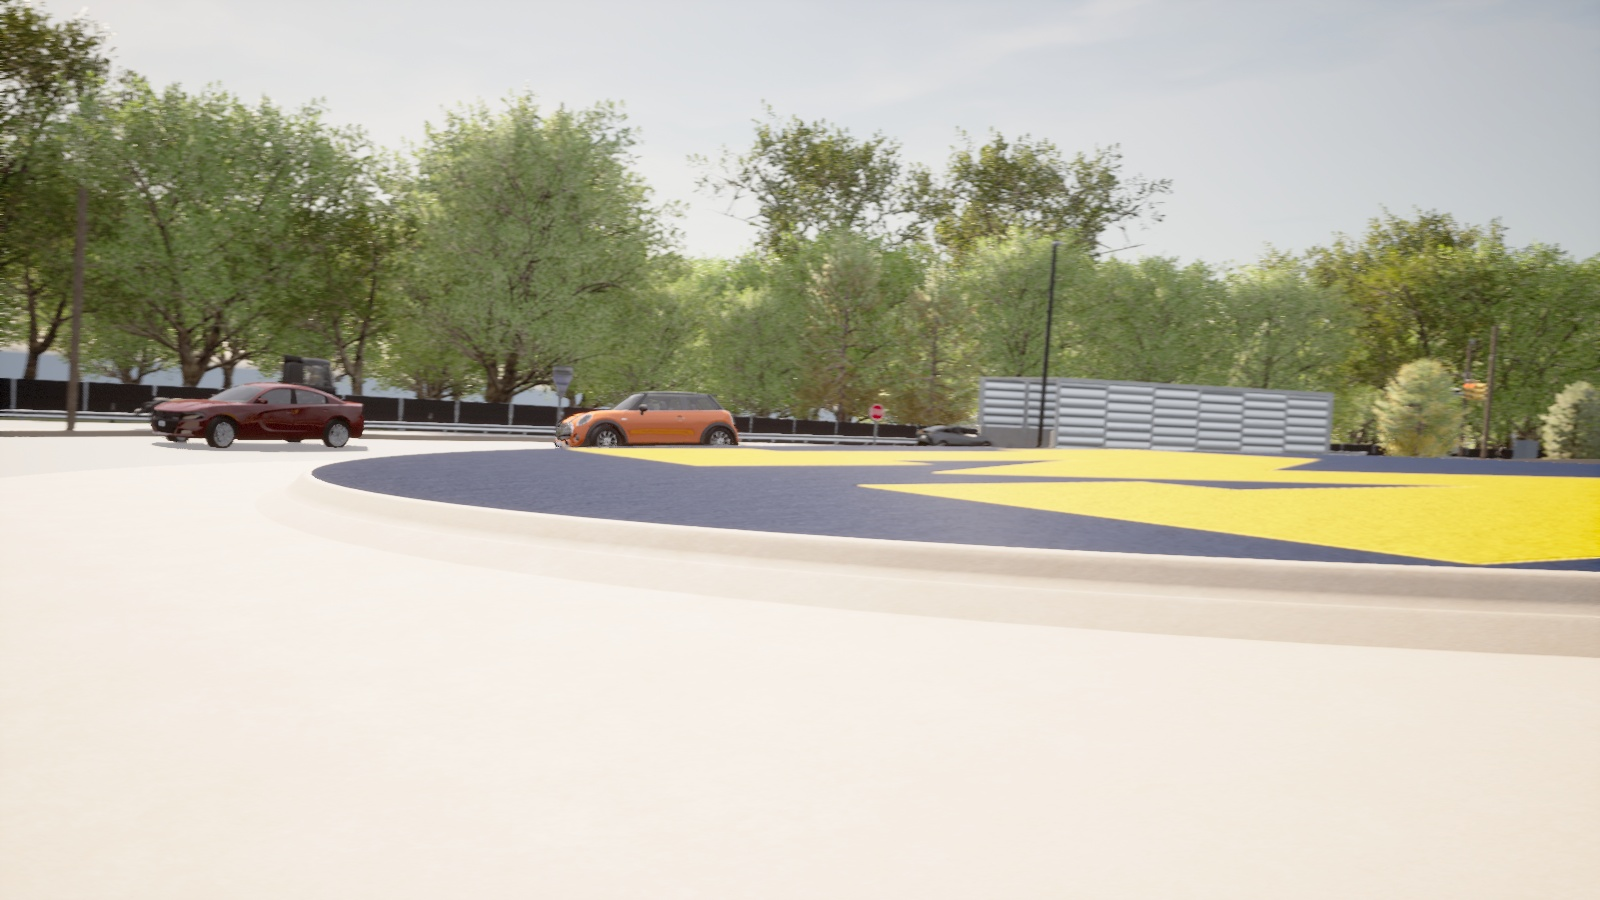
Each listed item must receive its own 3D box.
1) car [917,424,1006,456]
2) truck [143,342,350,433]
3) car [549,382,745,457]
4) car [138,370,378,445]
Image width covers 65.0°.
[{"bbox_3d":[9.078,-0.535,70.544,4.514,1.525,2.007,2,3,-25],"label":"car"},{"bbox_3d":[-23.969,-2.664,54.552,7.936,3.462,2.891,2,3,-26],"label":"truck"},{"bbox_3d":[-3.911,-0.729,32.185,4.553,1.767,2.097,1,-1,-27],"label":"car"},{"bbox_3d":[-12.805,-0.961,30.025,1.882,1.535,5.008,6,3,32],"label":"car"}]
